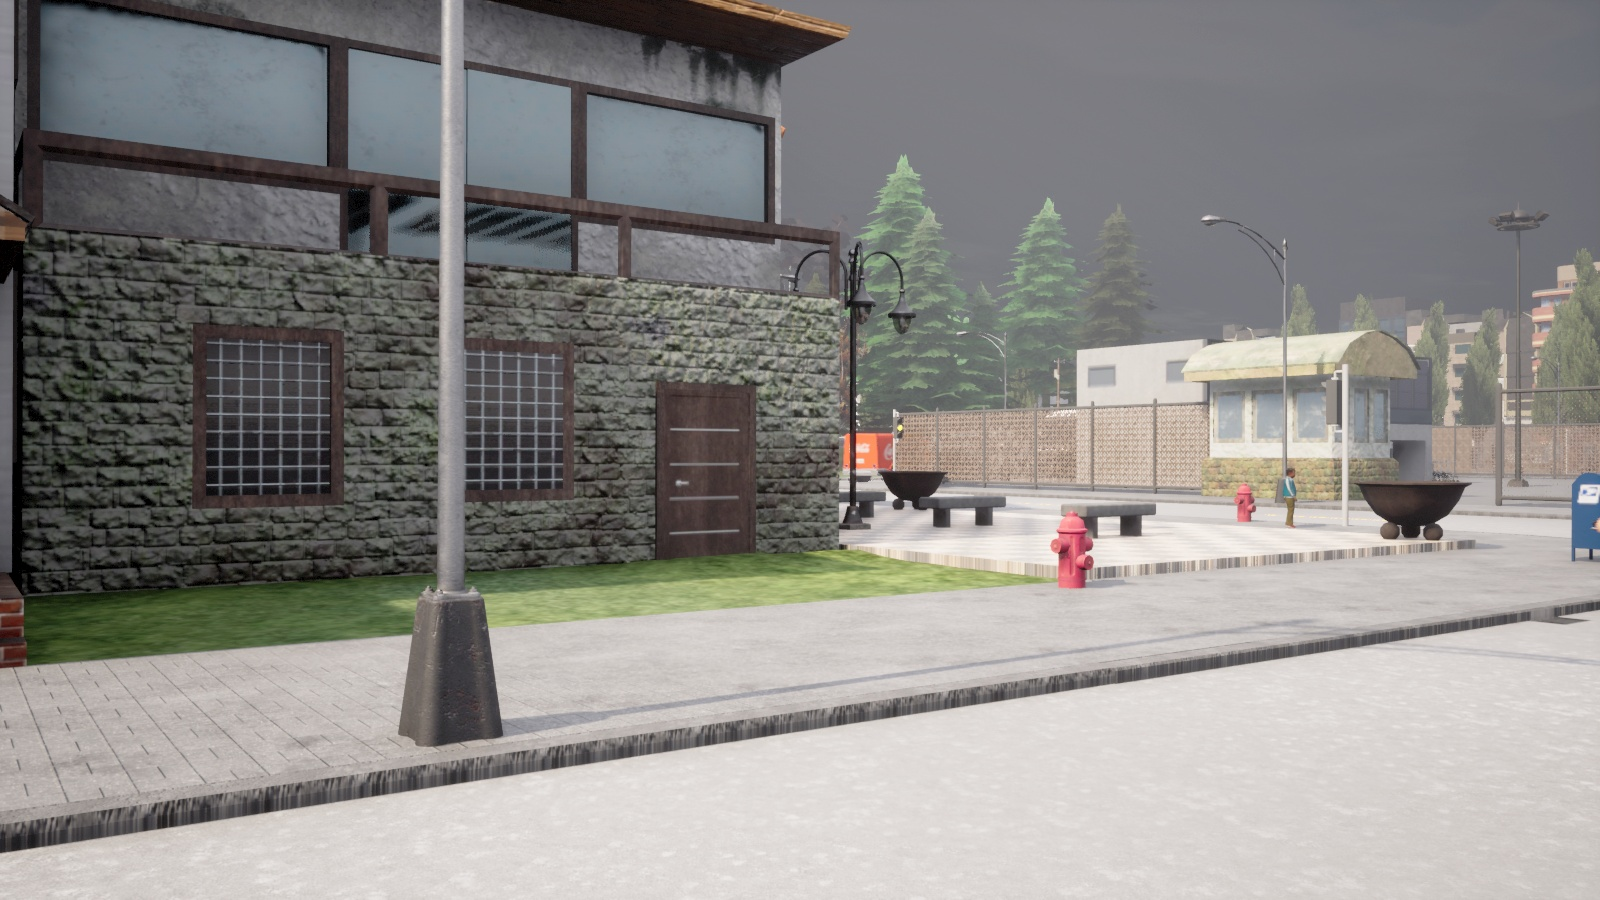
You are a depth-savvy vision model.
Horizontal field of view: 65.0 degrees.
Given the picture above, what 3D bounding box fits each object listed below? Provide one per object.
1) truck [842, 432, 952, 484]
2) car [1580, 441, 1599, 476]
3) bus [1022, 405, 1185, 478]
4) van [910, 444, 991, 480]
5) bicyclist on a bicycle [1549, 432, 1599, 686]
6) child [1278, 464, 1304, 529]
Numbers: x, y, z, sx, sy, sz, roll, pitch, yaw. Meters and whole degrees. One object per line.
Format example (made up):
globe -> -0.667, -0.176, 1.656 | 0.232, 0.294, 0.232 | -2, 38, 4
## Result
truck -> 4.851, 0.401, 62.519 | 5.204, 2.467, 2.627 | 0, 0, -43
car -> 49.199, 0.534, 73.561 | 2.150, 2.045, 5.566 | 0, 0, -34
bus -> 18.819, -0.482, 77.448 | 10.273, 4.253, 3.944 | 0, 0, -35
van -> 8.448, 0.651, 70.230 | 4.442, 1.987, 1.775 | 0, 0, -35
bicyclist on a bicycle -> 5.767, 0.689, 8.283 | 1.509, 1.612, 0.866 | 0, 0, -35
child -> 9.239, 0.870, 23.637 | 0.448, 1.192, 0.343 | 0, 0, 22
